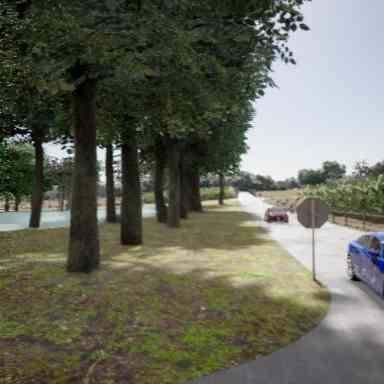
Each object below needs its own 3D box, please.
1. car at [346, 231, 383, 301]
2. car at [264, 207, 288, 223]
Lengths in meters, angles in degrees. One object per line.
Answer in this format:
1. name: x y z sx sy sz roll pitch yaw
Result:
1. car: 5.018 1.680 7.710 1.882 1.535 5.008 0 -2 12
2. car: 8.371 2.257 33.443 1.882 1.535 5.008 -1 -1 7
